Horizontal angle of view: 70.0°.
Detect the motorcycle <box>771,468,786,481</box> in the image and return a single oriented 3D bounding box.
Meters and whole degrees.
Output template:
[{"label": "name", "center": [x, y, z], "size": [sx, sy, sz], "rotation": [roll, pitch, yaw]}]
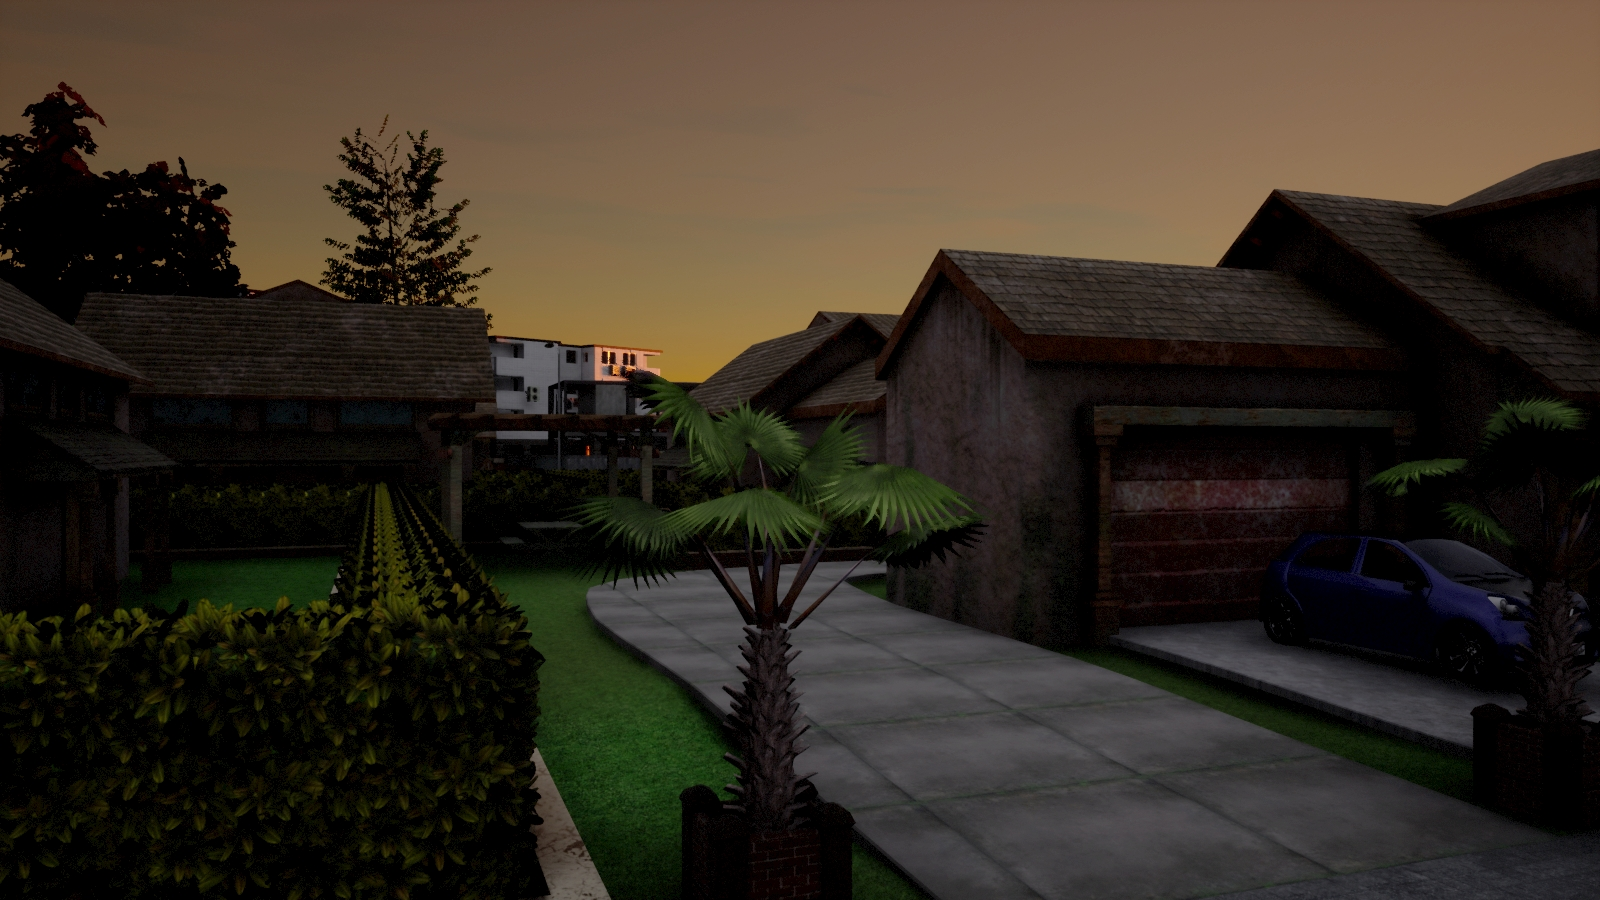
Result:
[{"label": "motorcycle", "center": [-1.939, 2.199, 102.837], "size": [0.803, 1.199, 2.033], "rotation": [0, 0, -20]}]
